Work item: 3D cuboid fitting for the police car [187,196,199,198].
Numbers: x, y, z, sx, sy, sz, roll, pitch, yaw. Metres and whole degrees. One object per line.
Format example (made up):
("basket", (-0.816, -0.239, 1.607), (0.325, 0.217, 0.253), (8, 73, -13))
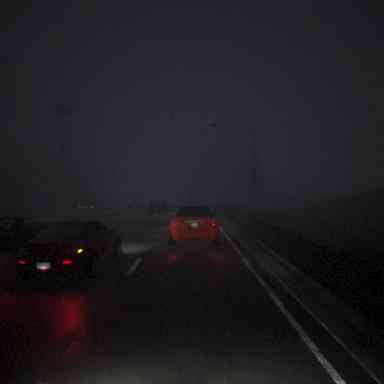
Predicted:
("police car", (0.101, 1.426, 52.140), (1.930, 1.638, 5.238), (0, 0, 0))

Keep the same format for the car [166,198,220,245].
("car", (0.102, 1.353, 15.677), (2.097, 1.767, 4.553), (0, 0, 0))

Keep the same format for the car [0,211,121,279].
("car", (-3.404, 1.526, 9.921), (1.812, 1.442, 4.674), (0, 0, 0))

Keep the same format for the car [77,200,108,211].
("car", (-10.398, 1.549, 35.056), (2.033, 1.411, 5.357), (0, 0, 0))

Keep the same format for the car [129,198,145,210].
("car", (-6.900, 1.527, 42.474), (1.812, 1.442, 4.674), (0, 0, 0))

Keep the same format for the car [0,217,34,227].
("car", (-6.904, 1.601, 12.951), (1.895, 1.301, 4.718), (0, 0, 0))

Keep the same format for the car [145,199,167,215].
("car", (-3.397, 1.479, 34.647), (1.882, 1.535, 5.008), (0, 0, 0))
